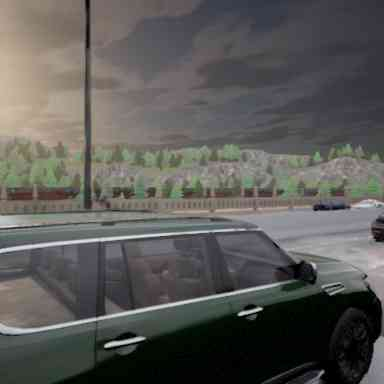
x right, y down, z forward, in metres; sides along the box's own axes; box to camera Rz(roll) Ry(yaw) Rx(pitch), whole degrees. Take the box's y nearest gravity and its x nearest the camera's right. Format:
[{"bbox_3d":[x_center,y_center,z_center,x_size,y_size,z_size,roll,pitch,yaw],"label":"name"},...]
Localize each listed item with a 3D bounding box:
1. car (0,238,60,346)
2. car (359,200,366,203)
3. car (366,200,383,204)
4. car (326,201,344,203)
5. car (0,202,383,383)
[{"bbox_3d":[-4.593,1.601,4.769,4.718,1.301,1.895,0,0,-35],"label":"car"},{"bbox_3d":[18.101,1.527,34.054,4.674,1.442,1.812,0,0,-35],"label":"car"},{"bbox_3d":[18.097,1.493,29.763,4.902,1.511,2.128,0,0,-35],"label":"car"},{"bbox_3d":[15.319,1.602,36.371,4.718,1.301,1.895,0,0,-35],"label":"car"},{"bbox_3d":[-0.193,1.221,3.608,5.566,2.045,2.150,0,0,-35],"label":"car"}]
